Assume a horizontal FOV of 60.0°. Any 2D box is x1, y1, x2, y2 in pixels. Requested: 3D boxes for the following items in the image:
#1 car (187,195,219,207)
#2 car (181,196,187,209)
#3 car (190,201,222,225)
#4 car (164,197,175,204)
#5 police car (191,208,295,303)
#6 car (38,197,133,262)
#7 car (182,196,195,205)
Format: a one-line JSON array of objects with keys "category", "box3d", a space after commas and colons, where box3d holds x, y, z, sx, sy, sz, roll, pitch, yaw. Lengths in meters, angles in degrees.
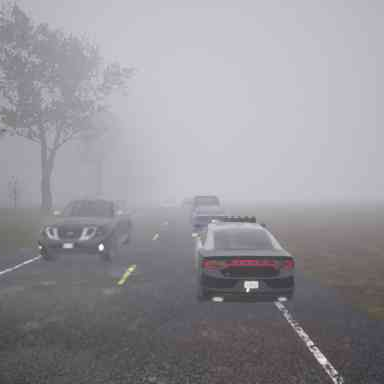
[{"category": "car", "box3d": [0.933, 1.233, 24.364, 2.150, 2.045, 5.566, 0, 0, -1]}, {"category": "car", "box3d": [-0.367, 1.382, 45.836, 2.097, 1.767, 4.553, 0, 0, 0]}, {"category": "car", "box3d": [0.981, 1.483, 18.327, 1.882, 1.535, 5.008, 0, 0, 0]}, {"category": "car", "box3d": [-4.283, 1.618, 64.709, 1.994, 1.385, 4.181, 0, 0, -1]}, {"category": "police car", "box3d": [1.034, 1.426, 8.427, 1.930, 1.638, 5.238, 0, 0, 0]}, {"category": "car", "box3d": [-3.638, 1.224, 12.503, 2.150, 2.045, 5.566, 0, 0, 0]}, {"category": "car", "box3d": [-0.638, 1.537, 58.885, 2.128, 1.511, 4.902, 0, 0, -1]}]
